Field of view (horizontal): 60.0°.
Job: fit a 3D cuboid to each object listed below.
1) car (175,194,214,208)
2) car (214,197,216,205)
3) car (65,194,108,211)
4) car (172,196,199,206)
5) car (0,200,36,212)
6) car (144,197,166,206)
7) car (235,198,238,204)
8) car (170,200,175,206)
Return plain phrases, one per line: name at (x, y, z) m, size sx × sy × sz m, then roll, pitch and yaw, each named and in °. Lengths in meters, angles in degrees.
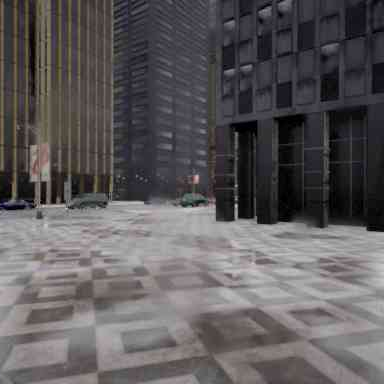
car at (0.487, 1.274, 49.801) m, size 2.150 × 2.045 × 5.566 m, roll 0°, pitch 0°, yaw 37°
car at (4.481, 1.626, 60.647) m, size 1.994 × 1.385 × 4.181 m, roll 0°, pitch 0°, yaw 37°
car at (-13.290, 1.240, 42.442) m, size 2.150 × 2.045 × 5.566 m, roll 0°, pitch 0°, yaw 37°
car at (-1.131, 1.549, 58.563) m, size 2.128 × 1.511 × 4.902 m, roll 0°, pitch 0°, yaw 37°
car at (-20.584, 1.602, 38.110) m, size 1.895 × 1.301 × 4.718 m, roll 0°, pitch 0°, yaw 37°
car at (-6.336, 1.600, 57.097) m, size 1.994 × 1.385 × 4.181 m, roll 0°, pitch 0°, yaw 37°
car at (6.836, 1.573, 58.369) m, size 1.837 × 1.490 × 4.892 m, roll 0°, pitch 0°, yaw 37°
car at (-1.159, 1.596, 53.003) m, size 2.033 × 1.411 × 5.357 m, roll 0°, pitch 0°, yaw 37°
